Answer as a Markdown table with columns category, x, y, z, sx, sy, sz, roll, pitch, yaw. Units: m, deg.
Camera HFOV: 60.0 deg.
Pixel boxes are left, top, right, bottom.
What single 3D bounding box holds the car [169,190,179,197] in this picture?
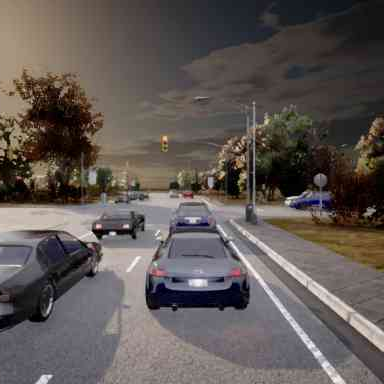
| category | x | y | z | sx | sy | sz | roll | pitch | yaw |
| --- | --- | --- | --- | --- | --- | --- | --- | --- | --- |
| car | -4.394 | 0.878 | 84.192 | 1.994 | 1.385 | 4.181 | 0 | 1 | -4 |

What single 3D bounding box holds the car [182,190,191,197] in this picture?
| category | x | y | z | sx | sy | sz | roll | pitch | yaw |
| --- | --- | --- | --- | --- | --- | --- | --- | --- | --- |
| car | -1.671 | 0.384 | 94.164 | 2.097 | 1.767 | 4.553 | 0 | 1 | -7 |

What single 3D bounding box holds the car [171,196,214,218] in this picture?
| category | x | y | z | sx | sy | sz | roll | pitch | yaw |
| --- | --- | --- | --- | --- | --- | --- | --- | --- | --- |
| car | 0.029 | 1.270 | 16.431 | 2.097 | 1.767 | 4.553 | 0 | 0 | 0 |

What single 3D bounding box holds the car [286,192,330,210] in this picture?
| category | x | y | z | sx | sy | sz | roll | pitch | yaw |
| --- | --- | --- | --- | --- | --- | --- | --- | --- | --- |
| car | 13.988 | 0.990 | 37.509 | 5.566 | 2.045 | 2.150 | 0 | 0 | -3 |

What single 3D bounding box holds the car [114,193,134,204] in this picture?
| category | x | y | z | sx | sy | sz | roll | pitch | yaw |
| --- | --- | --- | --- | --- | --- | --- | --- | --- | --- |
| car | -10.819 | 1.227 | 52.282 | 1.994 | 1.385 | 4.181 | 0 | 0 | 0 |

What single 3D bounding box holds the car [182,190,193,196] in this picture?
| category | x | y | z | sx | sy | sz | roll | pitch | yaw |
| --- | --- | --- | --- | --- | --- | --- | --- | --- | --- |
| car | -0.845 | 0.558 | 83.517 | 2.150 | 2.045 | 5.566 | 0 | 1 | -4 |

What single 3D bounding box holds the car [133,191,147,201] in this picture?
| category | x | y | z | sx | sy | sz | roll | pitch | yaw |
| --- | --- | --- | --- | --- | --- | --- | --- | --- | --- |
| car | -10.841 | 0.769 | 66.213 | 2.150 | 2.045 | 5.566 | 0 | 0 | 0 |

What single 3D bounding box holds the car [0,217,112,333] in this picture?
| category | x | y | z | sx | sy | sz | roll | pitch | yaw |
| --- | --- | --- | --- | --- | --- | --- | --- | --- | --- |
| car | -3.423 | 1.527 | 7.106 | 2.033 | 1.411 | 5.357 | 0 | 0 | -1 |

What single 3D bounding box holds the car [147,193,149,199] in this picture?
| category | x | y | z | sx | sy | sz | roll | pitch | yaw |
| --- | --- | --- | --- | --- | --- | --- | --- | --- | --- |
| car | -11.065 | 0.902 | 77.213 | 1.882 | 1.535 | 5.008 | 0 | 1 | -2 |

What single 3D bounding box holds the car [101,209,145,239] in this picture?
| category | x | y | z | sx | sy | sz | roll | pitch | yaw |
| --- | --- | --- | --- | --- | --- | --- | --- | --- | --- |
| car | -3.492 | 1.516 | 16.750 | 1.895 | 1.301 | 4.718 | 0 | 0 | -1 |

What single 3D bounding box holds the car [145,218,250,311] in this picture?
| category | x | y | z | sx | sy | sz | roll | pitch | yaw |
| --- | --- | --- | --- | --- | --- | --- | --- | --- | --- |
| car | 0.074 | 1.540 | 7.798 | 1.994 | 1.385 | 4.181 | 0 | 0 | -1 |
